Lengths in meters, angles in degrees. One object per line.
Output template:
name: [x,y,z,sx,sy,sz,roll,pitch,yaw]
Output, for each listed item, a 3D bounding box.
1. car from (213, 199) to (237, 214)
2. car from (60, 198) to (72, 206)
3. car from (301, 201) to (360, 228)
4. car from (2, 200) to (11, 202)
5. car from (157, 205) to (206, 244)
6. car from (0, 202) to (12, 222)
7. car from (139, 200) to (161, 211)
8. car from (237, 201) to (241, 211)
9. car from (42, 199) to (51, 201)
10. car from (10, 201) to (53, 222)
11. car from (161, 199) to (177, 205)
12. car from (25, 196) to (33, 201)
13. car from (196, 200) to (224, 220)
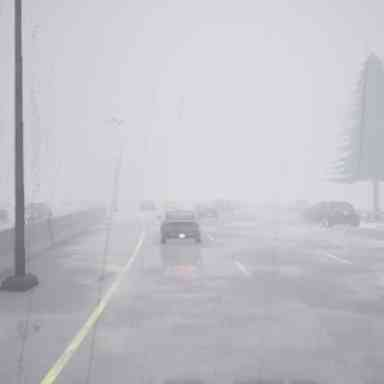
car: [3.057,1.542,37.767,2.097,1.767,4.553,-1,0,-13]
car: [-25.401,1.933,66.755,2.097,1.767,4.553,0,0,-24]
car: [9.246,1.388,22.697,2.097,1.767,4.553,-1,0,-7]
car: [-35.382,2.229,63.311,2.033,1.411,5.357,0,0,-26]
car: [-0.673,1.612,16.613,1.837,1.490,4.892,0,0,-6]
car: [-16.512,1.827,27.034,2.128,1.511,4.902,-1,0,-10]
car: [-6.156,1.826,45.536,2.128,1.511,4.902,0,0,-16]
car: [4.963,1.703,44.606,2.128,1.511,4.902,0,0,-15]
car: [-28.532,2.085,65.189,1.882,1.535,5.008,0,0,-24]
car: [-13.137,1.796,28.032,2.128,1.511,4.902,-1,0,-10]
car: [-3.530,1.804,49.112,1.882,1.535,5.008,0,0,-17]
car: [-31.666,1.862,63.625,2.150,2.045,5.566,0,0,-24]
car: [1.077,1.690,29.686,1.812,1.442,4.674,0,0,-11]
